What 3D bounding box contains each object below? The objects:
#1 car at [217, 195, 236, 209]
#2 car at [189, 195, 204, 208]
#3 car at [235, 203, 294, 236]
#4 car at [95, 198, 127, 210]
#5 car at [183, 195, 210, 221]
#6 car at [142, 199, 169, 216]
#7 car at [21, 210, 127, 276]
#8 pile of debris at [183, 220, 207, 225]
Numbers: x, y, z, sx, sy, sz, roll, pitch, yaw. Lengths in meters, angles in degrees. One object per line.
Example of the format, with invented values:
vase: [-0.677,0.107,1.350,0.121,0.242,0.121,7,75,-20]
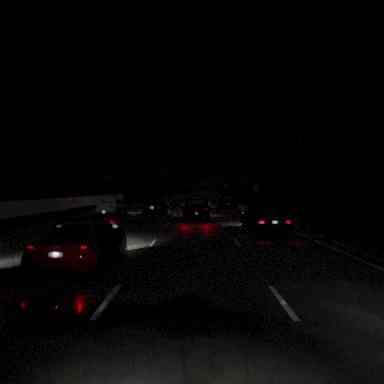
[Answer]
car: [3.976,1.123,38.304,1.882,1.535,5.008,0,1,1]
car: [0.517,1.131,42.001,1.812,1.442,4.674,0,1,1]
car: [3.763,1.388,17.445,2.033,1.411,5.357,0,1,1]
car: [-6.636,1.256,27.406,1.812,1.442,4.674,0,1,1]
car: [0.330,1.245,24.727,1.882,1.535,5.008,0,1,1]
car: [-3.119,1.270,28.895,2.033,1.411,5.357,0,1,1]
car: [-3.281,1.463,10.021,1.994,1.385,4.181,0,1,0]
pile of debris: [0.203,1.973,21.427,1.500,0.140,1.860,0,1,1]
